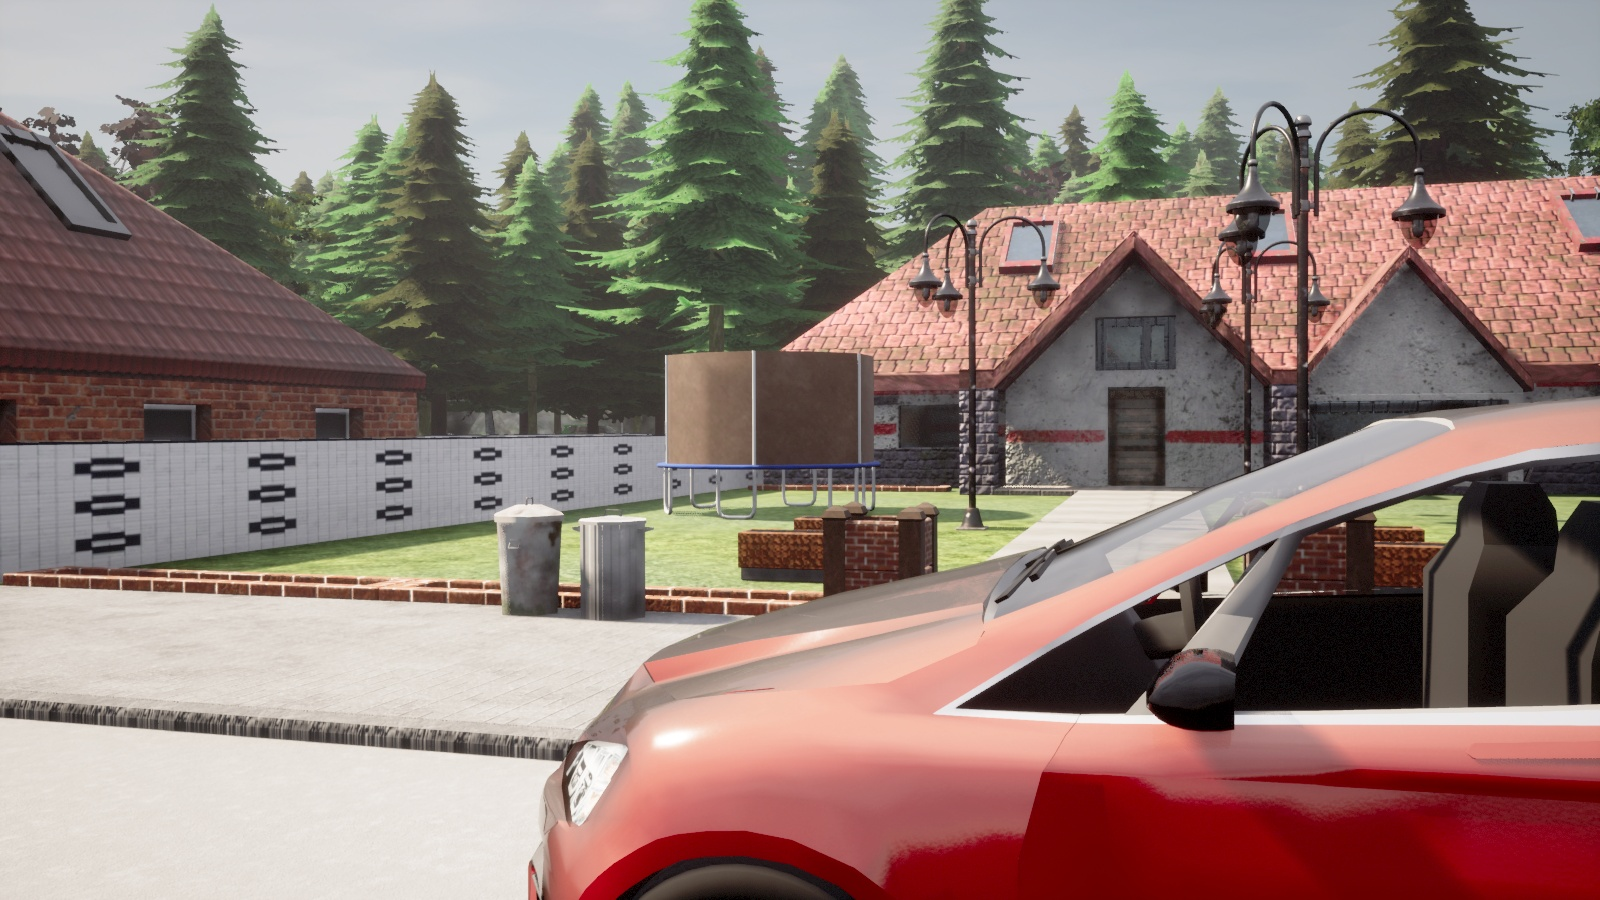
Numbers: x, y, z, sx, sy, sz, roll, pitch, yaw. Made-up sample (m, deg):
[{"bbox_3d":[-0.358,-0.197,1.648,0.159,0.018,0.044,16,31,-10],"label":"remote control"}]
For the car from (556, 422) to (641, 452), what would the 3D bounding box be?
[{"bbox_3d":[-14.300,-0.937,89.233,5.566,2.045,2.150,0,1,16],"label":"car"}]

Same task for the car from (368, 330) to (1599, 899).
[{"bbox_3d":[1.618,0.628,3.070,4.611,1.667,2.242,0,1,17],"label":"car"}]
